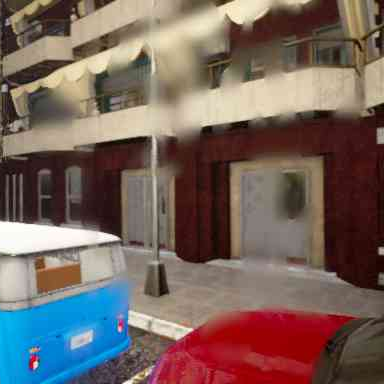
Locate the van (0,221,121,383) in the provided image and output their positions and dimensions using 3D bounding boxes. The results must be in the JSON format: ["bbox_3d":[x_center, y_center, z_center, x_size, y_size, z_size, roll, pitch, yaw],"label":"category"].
[{"bbox_3d":[-2.683,1.345,4.640,3.998,1.788,1.690,0,-1,35],"label":"van"}]

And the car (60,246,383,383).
[{"bbox_3d":[1.930,1.314,1.358,5.009,1.841,2.192,0,-1,35],"label":"car"}]
